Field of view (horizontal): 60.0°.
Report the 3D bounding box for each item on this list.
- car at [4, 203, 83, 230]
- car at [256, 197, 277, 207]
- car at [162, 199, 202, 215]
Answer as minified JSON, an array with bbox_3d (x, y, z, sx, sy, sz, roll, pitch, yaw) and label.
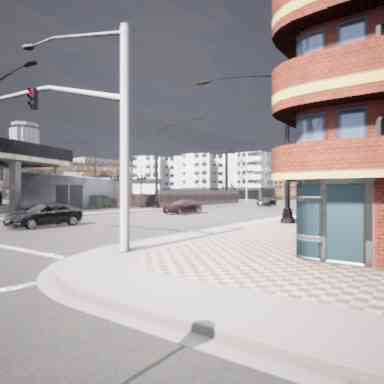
[{"bbox_3d":[-9.370,1.499,21.342,1.837,1.490,4.892,0,0,34],"label":"car"},{"bbox_3d":[11.617,1.488,51.705,2.128,1.511,4.902,0,0,35],"label":"car"},{"bbox_3d":[-0.943,1.472,33.630,1.882,1.535,5.008,0,0,35],"label":"car"}]
